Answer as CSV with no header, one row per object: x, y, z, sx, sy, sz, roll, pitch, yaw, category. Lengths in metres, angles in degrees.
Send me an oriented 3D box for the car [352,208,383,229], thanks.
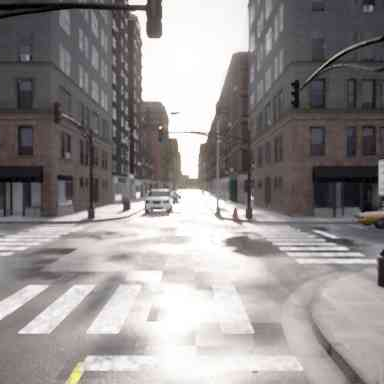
11.595,1.275,18.674,4.829,1.417,1.752,0,1,0,car

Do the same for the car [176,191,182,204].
-2.924,0.654,46.134,2.097,1.767,4.553,0,1,0,car

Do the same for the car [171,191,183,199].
-2.889,0.596,65.102,2.033,1.411,5.357,0,1,0,car

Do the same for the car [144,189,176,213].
-2.911,0.771,29.956,2.150,2.045,5.566,0,1,0,car
